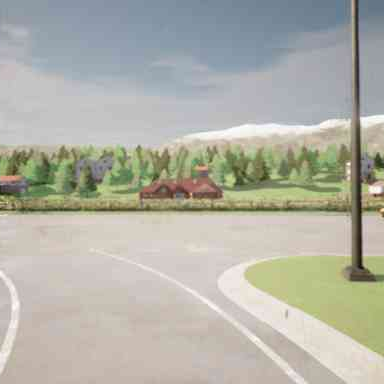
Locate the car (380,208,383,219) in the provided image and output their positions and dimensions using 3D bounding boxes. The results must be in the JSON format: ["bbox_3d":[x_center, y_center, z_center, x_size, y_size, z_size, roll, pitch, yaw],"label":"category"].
[{"bbox_3d":[15.566,1.279,22.606,5.008,1.535,1.882,-1,0,9],"label":"car"}]
